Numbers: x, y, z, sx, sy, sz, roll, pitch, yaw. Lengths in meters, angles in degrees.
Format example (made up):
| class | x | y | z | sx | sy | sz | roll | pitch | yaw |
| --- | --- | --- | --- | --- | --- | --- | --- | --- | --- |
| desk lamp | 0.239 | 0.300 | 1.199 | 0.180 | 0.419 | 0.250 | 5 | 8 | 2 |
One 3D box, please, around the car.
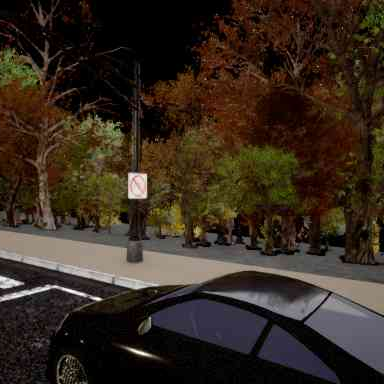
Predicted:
| class | x | y | z | sx | sy | sz | roll | pitch | yaw |
| --- | --- | --- | --- | --- | --- | --- | --- | --- | --- |
| car | 0.382 | 1.564 | 3.414 | 4.181 | 1.385 | 1.994 | 0 | 0 | 36 |
